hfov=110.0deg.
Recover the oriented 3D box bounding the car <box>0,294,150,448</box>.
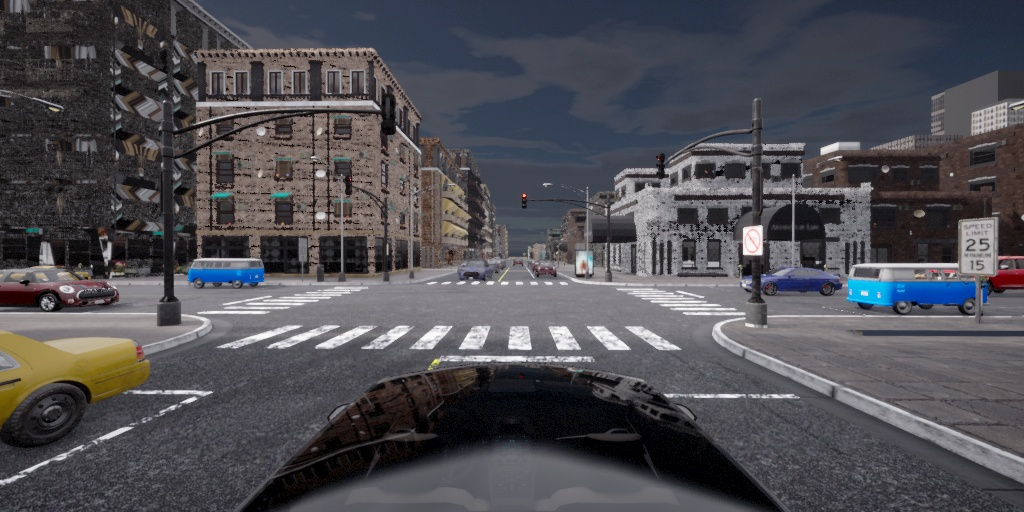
[{"bbox_3d":[-5.680,1.275,2.623,1.751,1.417,4.829,0,0,1],"label":"car"}]

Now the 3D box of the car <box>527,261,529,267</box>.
[{"bbox_3d":[3.552,1.321,52.199,2.007,1.370,4.403,0,0,1],"label":"car"}]

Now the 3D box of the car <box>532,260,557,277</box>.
[{"bbox_3d":[3.259,1.195,35.111,1.967,1.591,4.097,0,0,1],"label":"car"}]

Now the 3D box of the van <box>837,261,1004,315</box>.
[{"bbox_3d":[14.851,1.156,13.208,3.998,1.789,1.690,0,0,1],"label":"van"}]

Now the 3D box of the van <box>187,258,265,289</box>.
[{"bbox_3d":[-17.426,1.030,21.903,3.998,1.789,1.690,0,0,1],"label":"van"}]

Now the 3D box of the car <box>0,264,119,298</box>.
[{"bbox_3d":[-17.526,1.190,13.523,4.097,1.591,1.967,0,0,1],"label":"car"}]

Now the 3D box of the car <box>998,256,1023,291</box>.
[{"bbox_3d":[25.237,1.022,18.893,5.566,2.045,2.150,0,0,0],"label":"car"}]

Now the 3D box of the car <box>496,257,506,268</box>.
[{"bbox_3d":[-2.227,1.296,52.512,1.812,1.442,4.674,0,0,1],"label":"car"}]

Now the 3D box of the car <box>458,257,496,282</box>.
[{"bbox_3d":[-2.870,1.104,29.111,2.097,1.767,4.553,0,0,5],"label":"car"}]

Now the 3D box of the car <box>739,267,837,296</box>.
[{"bbox_3d":[14.691,1.298,18.993,4.674,1.442,1.812,0,0,2],"label":"car"}]

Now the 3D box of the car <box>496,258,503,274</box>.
[{"bbox_3d":[-2.440,1.252,40.399,2.128,1.511,4.902,0,0,1],"label":"car"}]

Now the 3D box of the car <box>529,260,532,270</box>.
[{"bbox_3d":[3.454,1.347,46.503,1.802,1.307,4.207,0,0,1],"label":"car"}]
